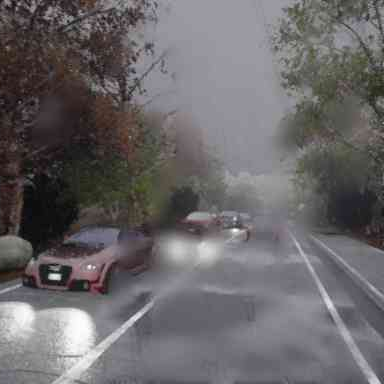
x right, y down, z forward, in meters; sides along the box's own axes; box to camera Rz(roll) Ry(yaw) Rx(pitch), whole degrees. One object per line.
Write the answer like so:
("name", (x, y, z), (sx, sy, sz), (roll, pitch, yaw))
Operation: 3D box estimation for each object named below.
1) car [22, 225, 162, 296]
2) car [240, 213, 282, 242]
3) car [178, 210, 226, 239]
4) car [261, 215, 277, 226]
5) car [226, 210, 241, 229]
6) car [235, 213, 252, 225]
("car", (-2.300, 1.581, 8.716), (1.994, 1.385, 4.181), (1, -1, 15))
("car", (4.163, 1.998, 19.162), (2.033, 1.411, 5.357), (1, -3, 14))
("car", (0.589, 1.895, 20.061), (1.882, 1.535, 5.008), (1, -3, 14))
("car", (10.104, 3.702, 43.520), (1.895, 1.301, 4.718), (1, -4, 14))
("car", (3.594, 2.554, 32.110), (2.097, 1.767, 4.553), (1, -4, 14))
("car", (7.351, 3.801, 47.077), (1.837, 1.490, 4.892), (1, -4, 14))
